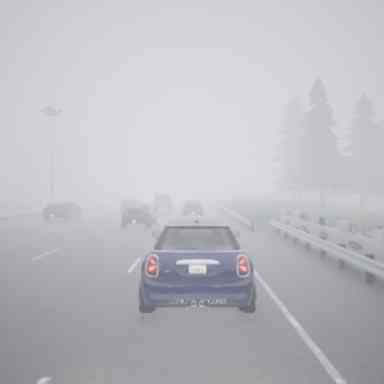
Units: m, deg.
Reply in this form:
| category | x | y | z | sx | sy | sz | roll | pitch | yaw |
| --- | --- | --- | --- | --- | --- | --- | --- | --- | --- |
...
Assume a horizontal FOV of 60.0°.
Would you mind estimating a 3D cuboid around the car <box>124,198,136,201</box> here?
| category | x | y | z | sx | sy | sz | roll | pitch | yaw |
| --- | --- | --- | --- | --- | --- | --- | --- | --- | --- |
| car | -6.926 | 1.474 | 38.246 | 1.837 | 1.490 | 4.892 | 0 | 0 | 0 |

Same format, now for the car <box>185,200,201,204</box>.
| category | x | y | z | sx | sy | sz | roll | pitch | yaw |
| --- | --- | --- | --- | --- | --- | --- | --- | --- | --- |
| car | 0.082 | 1.476 | 30.421 | 1.837 | 1.490 | 4.892 | 0 | 0 | 0 |

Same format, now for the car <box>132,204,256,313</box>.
| category | x | y | z | sx | sy | sz | roll | pitch | yaw |
| --- | --- | --- | --- | --- | --- | --- | --- | --- | --- |
| car | 0.097 | 1.338 | 7.802 | 2.097 | 1.767 | 4.553 | 0 | 0 | 0 |

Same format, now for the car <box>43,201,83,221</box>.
| category | x | y | z | sx | sy | sz | roll | pitch | yaw |
| --- | --- | --- | --- | --- | --- | --- | --- | --- | --- |
| car | -10.416 | 1.484 | 27.120 | 1.837 | 1.490 | 4.892 | 0 | 0 | 0 |

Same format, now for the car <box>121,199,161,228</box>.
| category | x | y | z | sx | sy | sz | roll | pitch | yaw |
| --- | --- | --- | --- | --- | --- | --- | --- | --- | --- |
| car | -3.412 | 1.484 | 22.003 | 1.837 | 1.490 | 4.892 | 0 | 0 | 0 |

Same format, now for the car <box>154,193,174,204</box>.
| category | x | y | z | sx | sy | sz | roll | pitch | yaw |
| --- | --- | --- | --- | --- | --- | --- | --- | --- | --- |
| car | -3.428 | 1.188 | 40.222 | 2.150 | 2.045 | 5.566 | 0 | 0 | 0 |
